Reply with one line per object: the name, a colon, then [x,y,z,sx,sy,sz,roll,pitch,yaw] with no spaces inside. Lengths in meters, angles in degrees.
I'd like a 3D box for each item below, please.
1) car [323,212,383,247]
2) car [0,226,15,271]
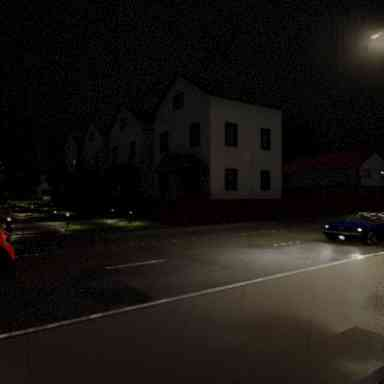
car: [8.103,1.609,15.271,4.718,1.301,1.895,0,0,-35]
car: [-7.234,1.351,8.657,4.553,1.767,2.097,0,0,-35]
